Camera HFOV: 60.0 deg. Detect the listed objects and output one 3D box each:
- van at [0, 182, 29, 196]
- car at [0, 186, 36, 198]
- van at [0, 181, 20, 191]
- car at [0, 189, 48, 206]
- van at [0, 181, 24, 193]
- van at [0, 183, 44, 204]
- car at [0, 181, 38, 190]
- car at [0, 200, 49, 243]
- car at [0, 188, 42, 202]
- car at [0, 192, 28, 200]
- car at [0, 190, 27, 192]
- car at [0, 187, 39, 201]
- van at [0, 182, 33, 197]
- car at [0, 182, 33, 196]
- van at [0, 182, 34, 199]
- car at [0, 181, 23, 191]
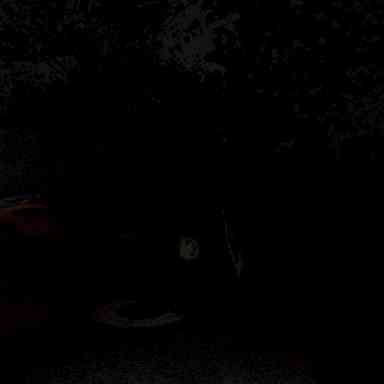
[{"bbox_3d":[-26.345,-0.411,48.568,4.442,1.987,1.878,1,1,-30],"label":"van"},{"bbox_3d":[-23.468,-0.002,43.844,5.008,1.535,2.097,1,1,-30],"label":"car"},{"bbox_3d":[-40.096,-1.319,72.745,4.442,1.987,1.878,1,1,-30],"label":"van"},{"bbox_3d":[-16.560,0.541,31.861,4.792,1.488,2.163,1,2,-30],"label":"car"},{"bbox_3d":[-34.540,-0.956,63.164,4.442,1.987,1.878,1,1,-30],"label":"van"},{"bbox_3d":[-17.876,0.171,34.429,4.442,1.987,1.878,1,2,-30],"label":"van"},{"bbox_3d":[-15.113,0.377,29.488,5.566,2.045,2.435,1,2,-30],"label":"car"},{"bbox_3d":[-6.884,1.310,15.219,5.008,1.535,2.097,1,2,-30],"label":"car"},{"bbox_3d":[-19.349,0.316,36.787,4.792,1.488,2.163,1,2,-30],"label":"car"},{"bbox_3d":[-8.237,1.071,17.629,4.553,1.767,2.185,1,2,-30],"label":"car"},{"bbox_3d":[-12.531,0.851,24.599,5.366,1.575,1.946,1,2,-30],"label":"car"},{"bbox_3d":[-20.672,0.218,39.069,4.792,1.488,2.163,1,1,-30],"label":"car"},{"bbox_3d":[-24.754,-0.317,46.290,4.442,1.987,1.878,1,1,-30],"label":"van"},{"bbox_3d":[-27.656,-0.526,51.006,5.566,2.045,2.435,1,1,-30],"label":"car"},{"bbox_3d":[-22.163,-0.136,41.373,4.442,1.987,1.878,1,2,-30],"label":"van"},{"bbox_3d":[-38.831,-1.256,70.276,5.566,2.045,2.435,1,1,-30],"label":"car"}]
